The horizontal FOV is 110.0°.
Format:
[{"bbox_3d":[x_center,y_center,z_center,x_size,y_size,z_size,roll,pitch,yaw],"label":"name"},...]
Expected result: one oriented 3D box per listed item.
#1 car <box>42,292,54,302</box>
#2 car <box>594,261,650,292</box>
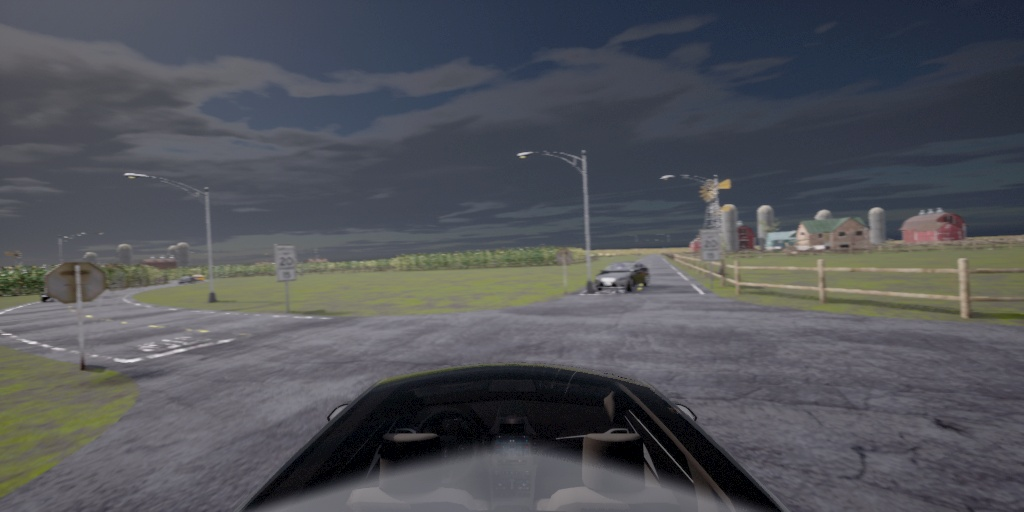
[{"bbox_3d":[-41.508,3.444,33.098,1.895,1.301,4.718,-3,0,-45],"label":"car"},{"bbox_3d":[6.163,1.048,19.769,2.128,1.511,4.902,-3,0,36],"label":"car"}]
